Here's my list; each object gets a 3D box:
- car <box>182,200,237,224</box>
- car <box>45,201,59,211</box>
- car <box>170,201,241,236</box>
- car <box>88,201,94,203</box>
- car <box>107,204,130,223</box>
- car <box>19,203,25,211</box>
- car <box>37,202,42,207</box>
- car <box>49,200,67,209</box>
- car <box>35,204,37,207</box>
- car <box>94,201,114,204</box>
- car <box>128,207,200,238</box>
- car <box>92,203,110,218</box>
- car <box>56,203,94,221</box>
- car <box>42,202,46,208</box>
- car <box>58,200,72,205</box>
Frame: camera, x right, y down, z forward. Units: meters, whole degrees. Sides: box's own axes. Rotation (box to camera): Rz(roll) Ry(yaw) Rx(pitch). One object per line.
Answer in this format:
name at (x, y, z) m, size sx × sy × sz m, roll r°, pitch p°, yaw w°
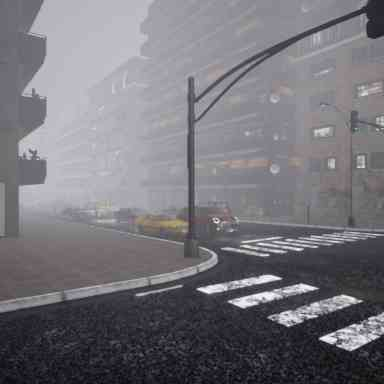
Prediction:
car at (1.433, 1.713, 29.622) m, size 2.192 × 1.841 × 5.009 m, roll -1°, pitch 0°, yaw -36°
car at (-25.285, 2.755, 61.994) m, size 1.895 × 1.301 × 4.718 m, roll 0°, pitch -1°, yaw -36°
car at (0.891, 1.635, 20.630) m, size 2.097 × 1.767 × 4.553 m, roll 0°, pitch -1°, yaw -36°
car at (-16.464, 2.307, 55.000) m, size 2.097 × 1.767 × 4.553 m, roll 0°, pitch -1°, yaw -36°
car at (-5.141, 2.017, 28.901) m, size 2.033 × 1.411 × 5.357 m, roll 0°, pitch -1°, yaw -36°
car at (-31.946, 2.769, 61.283) m, size 1.887 × 1.381 × 4.507 m, roll -1°, pitch 0°, yaw -36°
car at (-35.236, 3.049, 79.980) m, size 1.887 × 1.381 × 4.507 m, roll -1°, pitch 0°, yaw -36°
car at (-28.574, 2.623, 70.824) m, size 2.192 × 1.841 × 5.009 m, roll -1°, pitch 0°, yaw -36°
car at (-38.565, 3.168, 84.561) m, size 1.947 × 1.339 × 4.313 m, roll -1°, pitch 0°, yaw -36°
car at (-12.441, 2.290, 49.539) m, size 1.801 × 1.575 × 5.366 m, roll 0°, pitch -1°, yaw -36°
car at (-1.837, 1.833, 19.942) m, size 1.752 × 1.417 × 4.829 m, roll -1°, pitch 0°, yaw -36°
car at (-11.190, 2.255, 37.220) m, size 1.895 × 1.301 × 4.718 m, roll 0°, pitch -1°, yaw -36°
car at (-11.940, 2.163, 33.814) m, size 1.887 × 1.381 × 4.507 m, roll -1°, pitch 0°, yaw -36°
car at (-31.901, 2.972, 75.401) m, size 1.947 × 1.339 × 4.313 m, roll -1°, pitch 0°, yaw -36°
car at (-19.605, 2.530, 54.197) m, size 2.033 × 1.411 × 5.357 m, roll 0°, pitch -1°, yaw -36°
